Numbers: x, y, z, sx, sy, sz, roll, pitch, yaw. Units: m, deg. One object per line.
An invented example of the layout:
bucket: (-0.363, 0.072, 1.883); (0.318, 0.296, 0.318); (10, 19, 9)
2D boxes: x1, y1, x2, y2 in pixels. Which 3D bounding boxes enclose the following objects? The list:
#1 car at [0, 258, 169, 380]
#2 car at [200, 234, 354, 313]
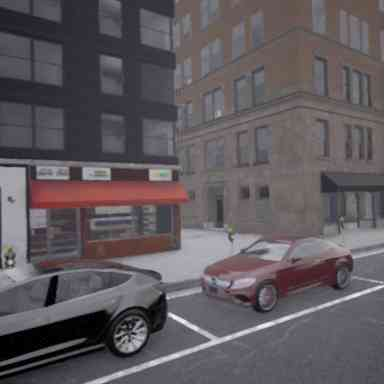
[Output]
car: (-2.393, 1.744, 4.781); (4.313, 1.339, 1.947); (-1, -2, -34)
car: (2.156, 1.705, 7.874); (4.206, 1.307, 1.802); (-1, -2, -34)
